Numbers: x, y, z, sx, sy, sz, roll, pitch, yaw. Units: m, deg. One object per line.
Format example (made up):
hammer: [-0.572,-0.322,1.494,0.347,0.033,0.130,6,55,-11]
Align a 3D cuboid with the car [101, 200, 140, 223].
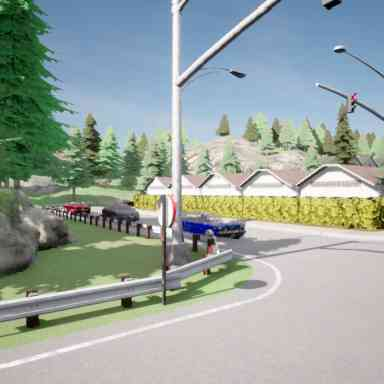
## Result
car: [-5.913,1.698,27.147,1.837,1.490,4.892,0,-1,-35]

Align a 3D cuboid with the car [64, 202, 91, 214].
car: [-12.704,1.792,36.932,1.895,1.301,4.718,0,0,-33]

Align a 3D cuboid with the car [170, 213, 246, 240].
car: [0.687,1.793,17.722,1.895,1.301,4.718,0,0,-35]
